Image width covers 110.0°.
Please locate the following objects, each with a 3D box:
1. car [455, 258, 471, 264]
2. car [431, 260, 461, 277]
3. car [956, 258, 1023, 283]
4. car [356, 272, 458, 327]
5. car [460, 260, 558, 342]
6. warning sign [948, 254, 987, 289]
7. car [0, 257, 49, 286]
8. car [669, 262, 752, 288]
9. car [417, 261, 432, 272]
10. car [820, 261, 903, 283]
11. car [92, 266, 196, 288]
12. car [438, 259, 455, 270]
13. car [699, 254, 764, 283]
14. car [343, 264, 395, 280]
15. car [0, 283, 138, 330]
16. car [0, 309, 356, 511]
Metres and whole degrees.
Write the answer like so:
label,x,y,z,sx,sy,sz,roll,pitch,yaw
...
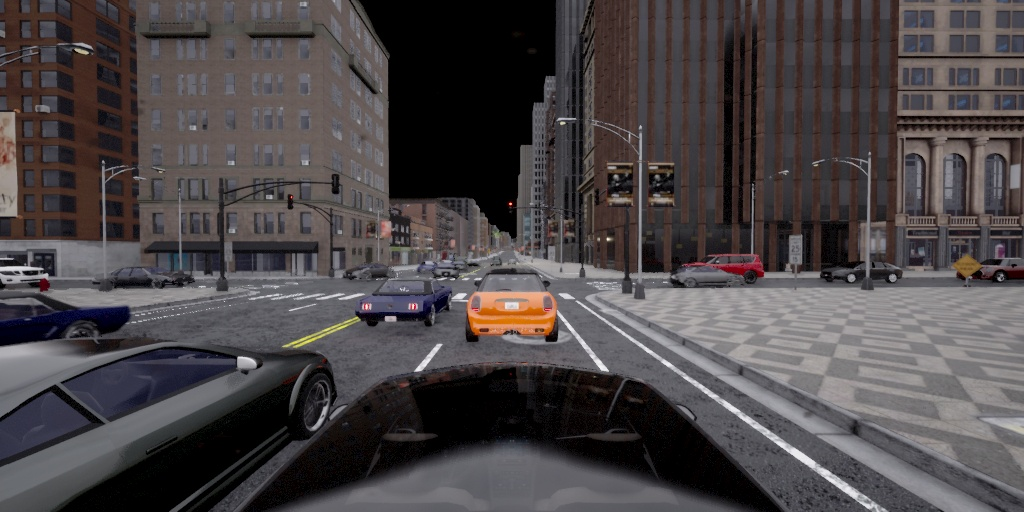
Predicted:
label,x,y,z,sx,sy,sz,roll,pitch,yaw
car,-6.621,1.336,44.742,1.994,1.385,4.181,0,0,0
car,-5.834,1.325,31.304,1.994,1.385,4.181,0,0,-12
car,35.001,0.926,25.667,4.553,1.767,2.097,0,1,0
car,-3.154,1.350,11.561,1.895,1.301,4.718,0,0,0
car,0.006,1.101,9.911,2.097,1.767,4.553,0,0,0
warning sign,25.168,0.827,19.830,1.060,1.860,1.300,0,0,0
car,-34.311,1.106,23.614,5.566,2.045,2.150,0,1,0
car,12.112,1.281,22.450,4.181,1.385,1.994,0,1,1
car,-9.869,1.295,42.335,1.812,1.442,4.674,0,0,0
car,24.882,1.119,25.632,4.892,1.490,1.837,0,1,0
car,-24.119,1.397,23.563,5.357,1.411,2.033,0,1,0
car,-9.877,1.304,54.363,1.812,1.442,4.674,0,1,0
car,14.827,0.875,25.589,5.566,2.045,2.150,0,1,0
car,-11.896,1.323,30.059,1.994,1.385,4.181,0,0,29
car,-9.852,1.350,6.118,1.895,1.301,4.718,0,0,0
car,-3.158,1.314,2.742,1.994,1.385,4.181,0,0,1
